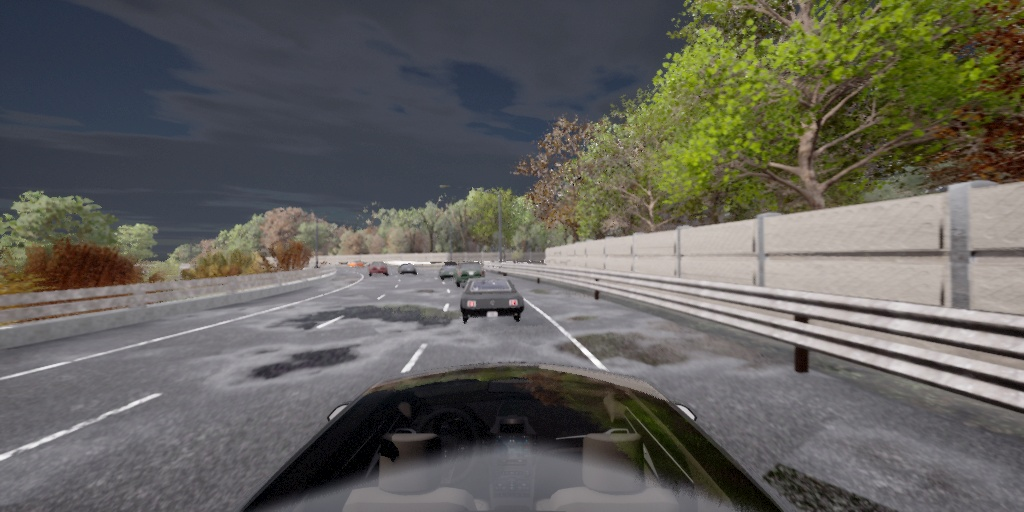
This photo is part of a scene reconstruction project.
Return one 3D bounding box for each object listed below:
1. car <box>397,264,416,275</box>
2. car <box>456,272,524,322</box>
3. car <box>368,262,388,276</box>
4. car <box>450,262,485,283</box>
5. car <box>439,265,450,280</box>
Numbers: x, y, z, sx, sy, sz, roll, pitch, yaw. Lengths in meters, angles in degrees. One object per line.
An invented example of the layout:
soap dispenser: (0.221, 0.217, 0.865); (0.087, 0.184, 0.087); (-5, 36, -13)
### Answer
car: (-13.452, 1.648, 45.680); (1.994, 1.385, 4.181); (-1, 0, -24)
car: (-0.811, 1.406, 12.548); (1.895, 1.301, 4.718); (-1, 0, -6)
car: (-16.461, 1.470, 43.878); (2.097, 1.767, 4.553); (-1, 0, -24)
car: (-3.234, 1.235, 26.718); (2.097, 1.767, 4.553); (-1, 0, -12)
car: (-5.890, 1.510, 34.258); (1.994, 1.385, 4.181); (-1, 0, -13)
